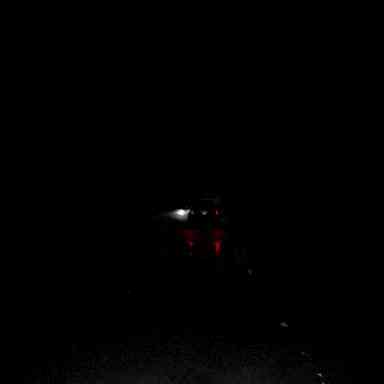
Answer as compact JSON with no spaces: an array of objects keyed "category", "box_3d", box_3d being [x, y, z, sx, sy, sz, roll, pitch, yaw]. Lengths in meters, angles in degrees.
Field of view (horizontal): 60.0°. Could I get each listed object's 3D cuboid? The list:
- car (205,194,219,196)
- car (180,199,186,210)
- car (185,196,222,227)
[{"category":"car","box_3d":[2.567,1.225,42.200,2.150,2.045,5.566,0,0,6]},{"category":"car","box_3d":[-0.428,1.592,43.831,1.895,1.301,4.718,0,0,7]},{"category":"car","box_3d":[0.908,1.364,23.059,2.097,1.767,4.553,0,0,3]}]
